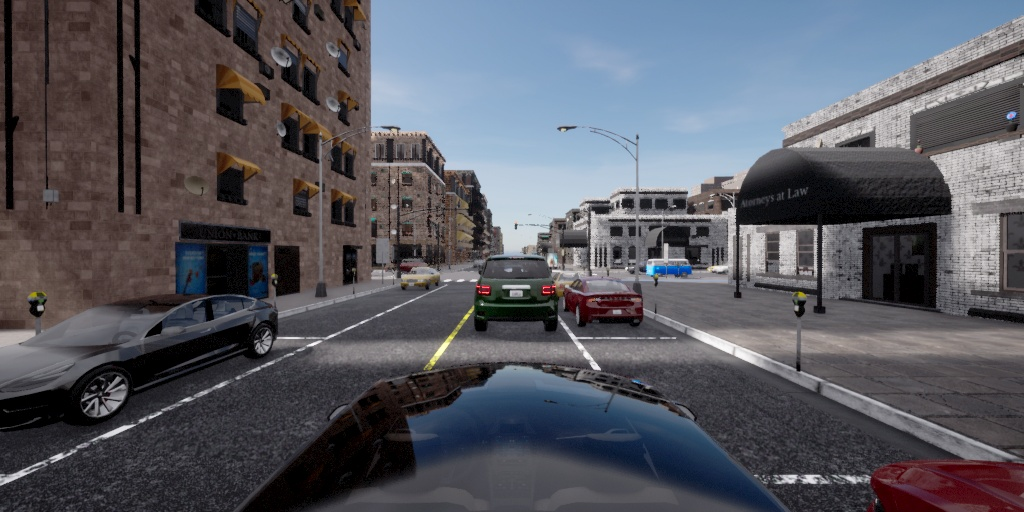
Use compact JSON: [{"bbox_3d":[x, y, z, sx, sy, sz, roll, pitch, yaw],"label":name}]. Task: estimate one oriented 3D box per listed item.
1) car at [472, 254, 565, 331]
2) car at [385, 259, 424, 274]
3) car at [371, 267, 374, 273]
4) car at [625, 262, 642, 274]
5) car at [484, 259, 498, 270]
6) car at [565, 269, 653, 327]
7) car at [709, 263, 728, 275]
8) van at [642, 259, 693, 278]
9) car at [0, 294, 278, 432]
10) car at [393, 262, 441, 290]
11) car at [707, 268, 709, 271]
[{"bbox_3d":[0.105,0.972,11.076,2.150,2.045,5.566,0,0,0],"label":"car"},{"bbox_3d":[-11.619,1.082,39.545,4.553,1.767,2.097,0,0,-10],"label":"car"},{"bbox_3d":[-16.453,1.346,35.938,4.718,1.301,1.895,0,0,0],"label":"car"},{"bbox_3d":[14.957,1.279,39.358,4.902,1.511,2.128,0,0,-2],"label":"car"},{"bbox_3d":[-3.050,1.280,52.798,1.837,1.490,4.892,0,0,0],"label":"car"},{"bbox_3d":[2.697,1.295,11.404,1.888,1.381,4.507,0,0,0],"label":"car"},{"bbox_3d":[24.799,1.414,39.412,4.718,1.301,1.895,0,0,0],"label":"car"},{"bbox_3d":[14.682,1.166,33.558,3.998,1.789,1.690,0,0,0],"label":"van"},{"bbox_3d":[-5.688,1.315,5.720,1.948,1.339,4.313,0,0,0],"label":"car"},{"bbox_3d":[-5.674,1.279,22.639,1.751,1.417,4.829,0,0,0],"label":"car"},{"bbox_3d":[25.518,1.324,42.010,4.829,1.417,1.751,0,0,0],"label":"car"}]
